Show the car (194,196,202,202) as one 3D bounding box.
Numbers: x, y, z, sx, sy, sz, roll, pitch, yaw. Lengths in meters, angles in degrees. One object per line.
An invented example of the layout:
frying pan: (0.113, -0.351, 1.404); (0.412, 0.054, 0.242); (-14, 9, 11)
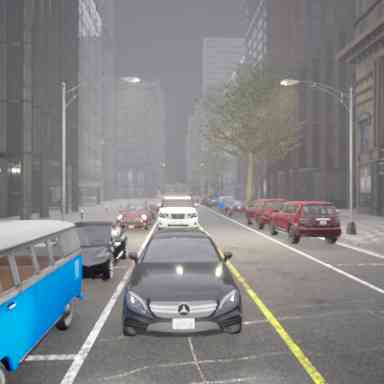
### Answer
car: (1.459, 1.804, 83.697); (1.752, 1.417, 4.829); (0, 0, -3)

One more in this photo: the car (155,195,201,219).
car: (-0.870, 1.260, 20.083); (2.150, 2.045, 5.566); (0, 0, -3)

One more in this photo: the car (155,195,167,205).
car: (-6.106, 1.508, 66.170); (2.192, 1.841, 5.009); (0, 0, -3)

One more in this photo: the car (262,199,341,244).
car: (5.221, 1.346, 15.958); (2.192, 1.841, 5.009); (0, 0, -3)

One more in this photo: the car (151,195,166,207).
car: (-5.481, 1.456, 54.909); (2.192, 1.841, 5.009); (0, 0, -3)

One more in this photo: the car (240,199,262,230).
car: (4.909, 1.360, 21.588); (2.192, 1.841, 5.009); (0, 0, -3)

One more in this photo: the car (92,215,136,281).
car: (-2.979, 1.579, 9.868); (1.947, 1.339, 4.313); (0, 0, -3)

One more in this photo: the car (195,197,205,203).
car: (1.782, 1.816, 77.895); (1.947, 1.339, 4.313); (0, 0, -3)

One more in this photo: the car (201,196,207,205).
car: (3.032, 1.712, 55.371); (1.947, 1.339, 4.313); (0, 0, -3)

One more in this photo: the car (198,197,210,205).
car: (2.407, 1.742, 66.634); (1.887, 1.381, 4.507); (0, 0, -3)

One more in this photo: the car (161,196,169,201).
car: (-7.669, 1.898, 94.320); (1.947, 1.339, 4.313); (0, 0, -3)

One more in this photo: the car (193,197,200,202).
car: (1.156, 1.889, 89.157); (1.802, 1.307, 4.206); (0, 0, -3)

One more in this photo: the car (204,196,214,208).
car: (3.345, 1.704, 49.742); (1.802, 1.307, 4.206); (0, 0, -3)

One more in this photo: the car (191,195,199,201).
car: (0.843, 1.777, 94.789); (1.967, 1.590, 4.097); (0, 0, -3)

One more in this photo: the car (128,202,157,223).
car: (-3.917, 1.599, 26.759); (1.887, 1.381, 4.507); (0, 0, -3)

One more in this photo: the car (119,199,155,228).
car: (-3.604, 1.480, 21.129); (1.967, 1.590, 4.097); (0, 0, -3)

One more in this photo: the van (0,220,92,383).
van: (-2.665, 1.346, 4.238); (1.690, 1.788, 3.998); (0, 0, -3)

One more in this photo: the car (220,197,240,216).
car: (4.284, 1.514, 32.849); (1.967, 1.590, 4.097); (0, 0, -3)

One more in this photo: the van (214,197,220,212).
van: (3.971, 1.429, 38.481); (1.690, 1.788, 3.998); (0, 0, -3)

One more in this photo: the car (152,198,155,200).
car: (-4.542, 1.665, 38.020); (1.802, 1.307, 4.206); (0, 0, -3)

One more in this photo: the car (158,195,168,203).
car: (-6.731, 1.560, 77.430); (2.192, 1.841, 5.009); (0, 0, -3)

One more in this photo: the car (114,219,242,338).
car: (-0.239, 1.535, 6.843); (1.812, 1.442, 4.674); (0, 0, -3)
